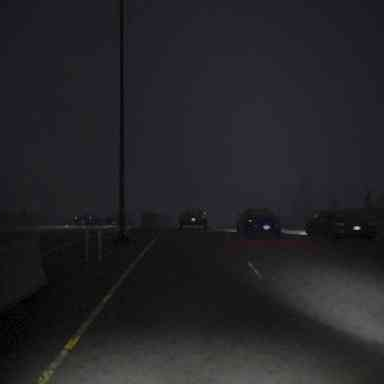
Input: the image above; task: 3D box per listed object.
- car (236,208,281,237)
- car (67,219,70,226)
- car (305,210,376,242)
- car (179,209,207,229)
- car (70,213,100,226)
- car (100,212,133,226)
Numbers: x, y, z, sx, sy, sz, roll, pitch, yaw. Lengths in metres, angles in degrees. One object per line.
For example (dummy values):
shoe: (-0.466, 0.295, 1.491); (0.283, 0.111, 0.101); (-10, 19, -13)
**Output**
car: (3.591, 1.617, 18.329); (1.812, 1.442, 4.674); (0, -2, 0)
car: (-14.050, 3.676, 41.704); (1.895, 1.301, 4.718); (0, -7, 0)
car: (7.092, 1.587, 16.299); (1.994, 1.385, 4.181); (0, -2, 0)
car: (0.088, 1.964, 24.466); (1.994, 1.385, 4.181); (0, -4, 0)
car: (-10.574, 2.849, 34.472); (1.895, 1.301, 4.718); (0, -6, 0)
car: (-7.061, 2.638, 32.929); (2.033, 1.411, 5.357); (0, -6, 1)
